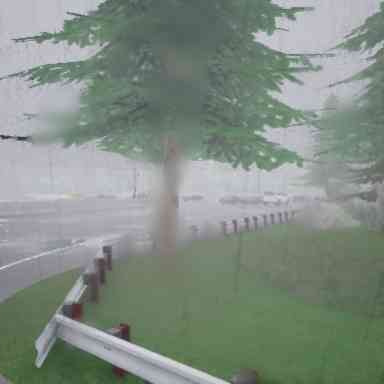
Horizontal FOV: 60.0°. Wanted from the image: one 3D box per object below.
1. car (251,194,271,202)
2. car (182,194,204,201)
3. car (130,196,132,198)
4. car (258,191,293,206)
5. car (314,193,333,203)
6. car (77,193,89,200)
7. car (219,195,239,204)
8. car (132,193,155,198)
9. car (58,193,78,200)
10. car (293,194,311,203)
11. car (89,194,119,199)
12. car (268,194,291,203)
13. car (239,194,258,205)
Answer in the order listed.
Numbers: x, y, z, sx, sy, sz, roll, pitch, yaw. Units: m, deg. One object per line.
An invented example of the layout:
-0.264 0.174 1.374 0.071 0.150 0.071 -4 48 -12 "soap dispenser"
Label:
12.360 1.012 59.203 1.994 1.385 4.181 1 1 36 "car"
0.204 1.028 60.294 1.895 1.301 4.718 1 1 36 "car"
-9.692 0.877 64.518 2.033 1.411 5.357 1 1 36 "car"
11.765 0.836 46.395 2.150 2.045 5.566 1 1 36 "car"
21.265 0.892 53.589 2.097 1.767 4.553 1 1 36 "car"
-14.550 1.033 51.818 2.033 1.411 5.357 1 1 36 "car"
6.063 1.096 50.461 2.033 1.411 5.357 1 1 36 "car"
-8.105 0.882 60.783 1.837 1.490 4.892 1 2 36 "car"
-18.510 0.948 52.325 1.882 1.535 5.008 1 1 36 "car"
18.313 0.987 55.483 1.882 1.535 5.008 1 1 36 "car"
-11.167 1.152 44.623 1.994 1.385 4.181 1 1 36 "car"
15.075 1.031 56.987 2.033 1.411 5.357 1 1 36 "car"
9.146 1.142 48.754 1.994 1.385 4.181 1 1 36 "car"
